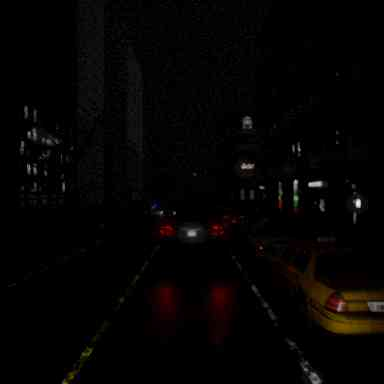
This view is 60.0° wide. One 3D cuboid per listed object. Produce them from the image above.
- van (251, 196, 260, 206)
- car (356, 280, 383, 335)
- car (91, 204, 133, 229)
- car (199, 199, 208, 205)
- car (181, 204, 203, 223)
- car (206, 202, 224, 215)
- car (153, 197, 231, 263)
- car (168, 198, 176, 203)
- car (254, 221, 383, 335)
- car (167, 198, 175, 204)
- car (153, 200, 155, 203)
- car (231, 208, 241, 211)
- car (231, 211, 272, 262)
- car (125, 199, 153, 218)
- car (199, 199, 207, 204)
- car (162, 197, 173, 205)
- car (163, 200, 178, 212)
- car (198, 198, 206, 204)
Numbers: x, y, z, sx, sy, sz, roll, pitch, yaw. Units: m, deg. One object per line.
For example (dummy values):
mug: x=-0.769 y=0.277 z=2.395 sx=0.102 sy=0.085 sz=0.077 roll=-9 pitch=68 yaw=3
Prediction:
van: x=13.711 y=1.747 z=65.393 sx=3.998 sy=1.788 sz=1.690 roll=-1 pitch=1 yaw=0
car: x=2.687 y=1.579 z=1.263 sx=1.947 sy=1.339 sz=4.313 roll=0 pitch=-1 yaw=0
car: x=-5.693 y=1.786 z=23.355 sx=1.947 sy=1.339 sz=4.313 roll=0 pitch=-1 yaw=0
car: x=2.689 y=2.315 z=77.833 sx=1.887 sy=1.381 sz=4.507 roll=0 pitch=-1 yaw=0
car: x=0.026 y=1.798 z=28.913 sx=1.812 sy=1.442 sz=4.674 roll=0 pitch=0 yaw=0
car: x=2.687 y=1.924 z=39.921 sx=1.887 sy=1.381 sz=4.507 roll=0 pitch=-1 yaw=0
car: x=0.014 y=1.343 z=12.603 sx=2.150 sy=2.045 sz=5.566 roll=0 pitch=0 yaw=0
car: x=-5.690 y=2.514 z=94.416 sx=1.947 sy=1.339 sz=4.313 roll=0 pitch=-1 yaw=0
car: x=2.687 y=1.590 z=6.955 sx=1.752 sy=1.417 sz=4.829 roll=0 pitch=-1 yaw=0
car: x=-5.690 y=2.433 z=88.888 sx=1.887 sy=1.381 sz=4.507 roll=0 pitch=-1 yaw=0
car: x=-5.693 y=1.946 z=39.923 sx=1.947 sy=1.339 sz=4.313 roll=0 pitch=-1 yaw=0
car: x=2.687 y=1.764 z=23.354 sx=1.887 sy=1.381 sz=4.507 roll=0 pitch=-1 yaw=0
car: x=2.686 y=1.642 z=12.479 sx=1.752 sy=1.417 sz=4.829 roll=0 pitch=-1 yaw=0
car: x=-5.694 y=1.641 z=34.402 sx=2.192 sy=1.841 sz=5.009 roll=0 pitch=-1 yaw=0
car: x=2.689 y=2.373 z=83.360 sx=1.887 sy=1.381 sz=4.507 roll=0 pitch=-1 yaw=0
car: x=-5.692 y=2.086 z=77.836 sx=2.192 sy=1.841 sz=5.009 roll=0 pitch=-1 yaw=0
car: x=-3.021 y=1.964 z=47.572 sx=1.837 sy=1.490 sz=4.892 roll=0 pitch=-1 yaw=1
car: x=2.689 y=2.328 z=88.888 sx=1.967 sy=1.590 sz=4.097 roll=0 pitch=-1 yaw=0
